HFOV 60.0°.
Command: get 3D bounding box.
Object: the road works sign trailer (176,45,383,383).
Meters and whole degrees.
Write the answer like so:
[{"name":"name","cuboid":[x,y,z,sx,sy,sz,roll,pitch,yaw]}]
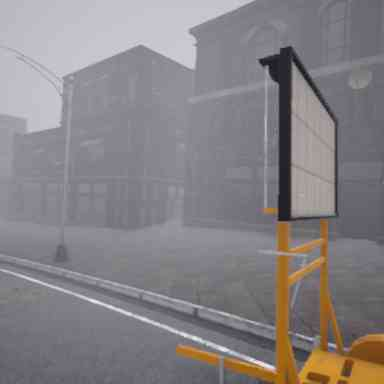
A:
[{"name":"road works sign trailer","cuboid":[1.073,0.680,3.543,2.880,3.560,2.380,-1,-3,31]}]
